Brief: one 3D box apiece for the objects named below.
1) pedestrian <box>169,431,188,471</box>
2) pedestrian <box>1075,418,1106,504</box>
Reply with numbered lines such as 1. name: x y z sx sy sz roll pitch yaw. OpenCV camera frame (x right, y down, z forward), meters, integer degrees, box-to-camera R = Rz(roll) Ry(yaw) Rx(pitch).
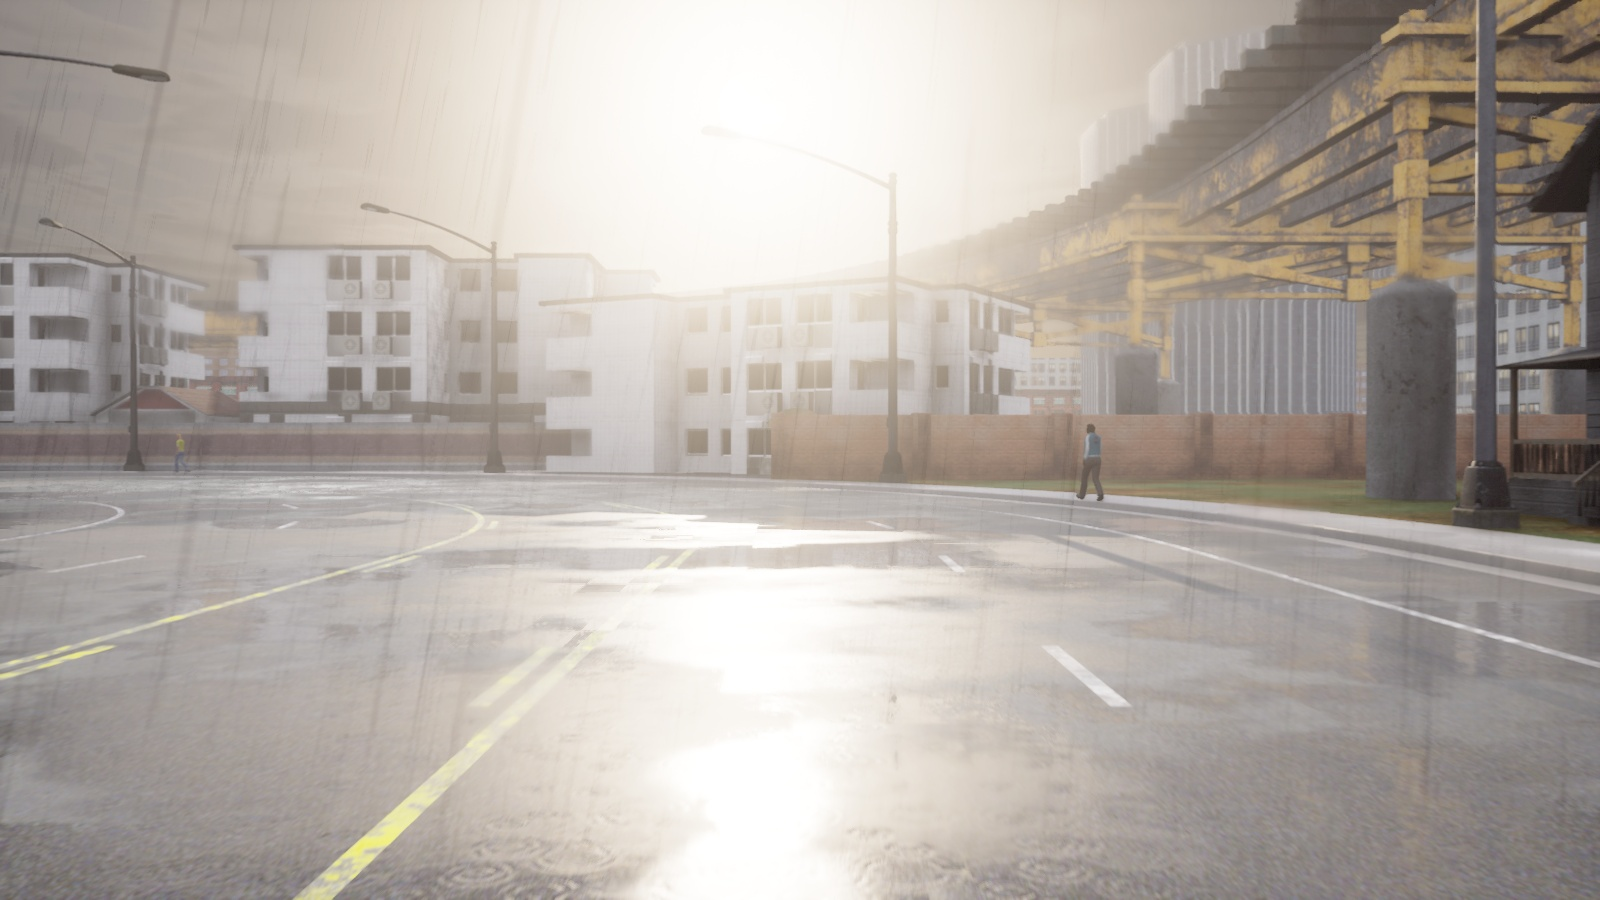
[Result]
1. pedestrian: -28.683 0.052 57.937 0.706 1.836 0.354 0 0 8
2. pedestrian: 6.641 0.245 28.751 0.396 1.930 0.692 0 0 -17
